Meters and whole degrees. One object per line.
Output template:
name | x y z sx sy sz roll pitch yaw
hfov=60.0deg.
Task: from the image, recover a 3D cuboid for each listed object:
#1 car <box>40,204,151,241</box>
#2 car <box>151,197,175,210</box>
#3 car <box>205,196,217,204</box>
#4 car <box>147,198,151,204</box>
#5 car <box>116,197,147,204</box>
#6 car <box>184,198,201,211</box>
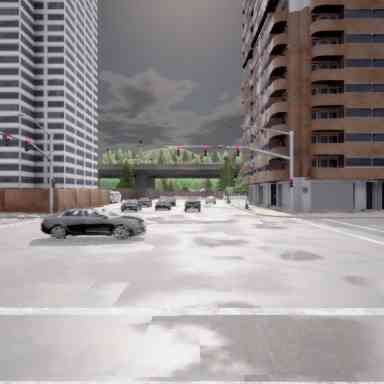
car | -4.695 1.491 16.035 4.902 1.511 2.128 0 0 0
car | -3.590 1.547 42.289 2.033 1.411 5.357 0 0 0
car | 3.514 1.526 63.150 1.812 1.442 4.674 0 0 0
car | -7.078 1.547 49.773 2.033 1.411 5.357 0 0 0
car | -7.091 1.547 39.420 2.033 1.411 5.357 0 0 0
car | 0.073 1.504 40.318 1.837 1.490 4.892 0 0 0
